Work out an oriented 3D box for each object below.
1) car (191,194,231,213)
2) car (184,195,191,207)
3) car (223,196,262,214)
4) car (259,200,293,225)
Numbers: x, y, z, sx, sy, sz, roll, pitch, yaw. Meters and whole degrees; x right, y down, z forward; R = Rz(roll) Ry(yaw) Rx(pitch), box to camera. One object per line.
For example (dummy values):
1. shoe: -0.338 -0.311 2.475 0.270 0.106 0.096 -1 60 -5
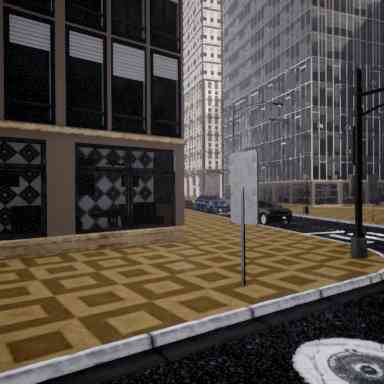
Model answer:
1. car: 1.839 1.020 31.929 2.097 1.767 4.553 -1 1 -19
2. car: -1.315 1.094 41.349 1.994 1.385 4.181 -1 1 -18
3. car: 4.814 1.175 32.364 1.812 1.442 4.674 -1 1 -19
4. car: 4.888 1.278 22.856 1.882 1.535 5.008 -1 1 -19
